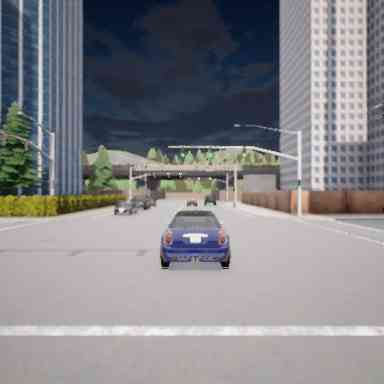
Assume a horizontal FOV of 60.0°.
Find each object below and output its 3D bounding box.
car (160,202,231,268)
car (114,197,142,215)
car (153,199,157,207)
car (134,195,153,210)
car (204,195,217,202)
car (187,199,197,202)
[{"bbox_3d":[0.098,1.406,11.688,2.097,1.767,4.553,0,0,0],"label":"car"},{"bbox_3d":[-7.098,1.656,35.929,2.128,1.511,4.902,0,0,0],"label":"car"},{"bbox_3d":[-7.003,1.818,55.662,1.994,1.385,4.181,0,0,0],"label":"car"},{"bbox_3d":[-7.075,1.431,45.798,2.150,2.045,5.566,0,0,0],"label":"car"},{"bbox_3d":[3.496,1.513,63.877,2.150,2.045,5.566,0,0,0],"label":"car"},{"bbox_3d":[0.013,1.868,58.394,1.895,1.301,4.718,0,0,0],"label":"car"}]
